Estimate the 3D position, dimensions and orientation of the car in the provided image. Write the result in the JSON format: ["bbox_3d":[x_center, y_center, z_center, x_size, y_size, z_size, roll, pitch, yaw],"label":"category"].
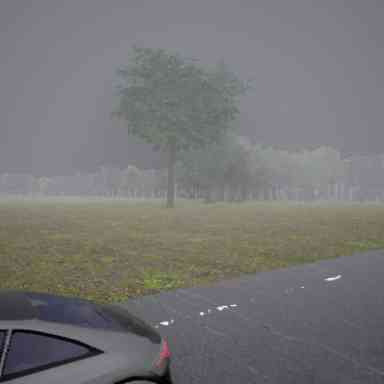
[{"bbox_3d":[-2.172,1.563,2.442,4.181,1.385,1.994,0,0,-36],"label":"car"}]
